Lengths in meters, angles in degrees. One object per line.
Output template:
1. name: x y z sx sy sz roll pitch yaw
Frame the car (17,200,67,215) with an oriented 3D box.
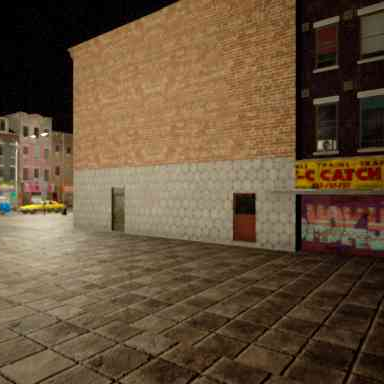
1. car: -15.331 1.506 34.184 1.752 1.417 4.829 0 0 36

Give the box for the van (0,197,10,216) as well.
1. van: -18.511 1.326 29.768 1.690 1.788 3.998 0 0 36
